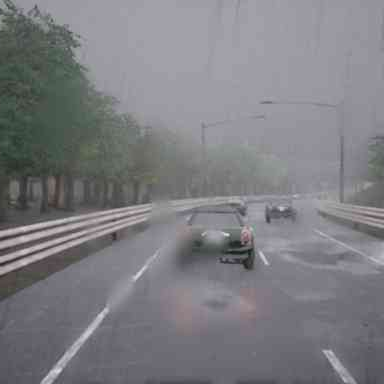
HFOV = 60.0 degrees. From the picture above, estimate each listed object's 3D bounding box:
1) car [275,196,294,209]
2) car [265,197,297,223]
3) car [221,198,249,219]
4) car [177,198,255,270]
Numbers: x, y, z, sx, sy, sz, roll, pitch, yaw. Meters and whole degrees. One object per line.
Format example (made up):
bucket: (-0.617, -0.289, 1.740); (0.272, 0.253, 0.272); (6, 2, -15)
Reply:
car: (11.773, 1.315, 42.259); (1.882, 1.535, 5.008); (-1, -1, 21)
car: (6.521, 1.207, 24.672); (2.097, 1.767, 4.553); (1, 0, 11)
car: (3.768, 1.317, 28.315); (1.837, 1.490, 4.892); (0, 0, 14)
car: (0.799, 1.235, 10.819); (2.097, 1.767, 4.553); (0, 0, 5)
